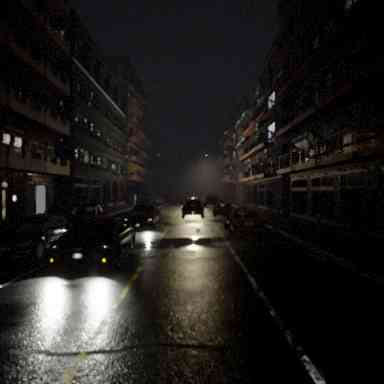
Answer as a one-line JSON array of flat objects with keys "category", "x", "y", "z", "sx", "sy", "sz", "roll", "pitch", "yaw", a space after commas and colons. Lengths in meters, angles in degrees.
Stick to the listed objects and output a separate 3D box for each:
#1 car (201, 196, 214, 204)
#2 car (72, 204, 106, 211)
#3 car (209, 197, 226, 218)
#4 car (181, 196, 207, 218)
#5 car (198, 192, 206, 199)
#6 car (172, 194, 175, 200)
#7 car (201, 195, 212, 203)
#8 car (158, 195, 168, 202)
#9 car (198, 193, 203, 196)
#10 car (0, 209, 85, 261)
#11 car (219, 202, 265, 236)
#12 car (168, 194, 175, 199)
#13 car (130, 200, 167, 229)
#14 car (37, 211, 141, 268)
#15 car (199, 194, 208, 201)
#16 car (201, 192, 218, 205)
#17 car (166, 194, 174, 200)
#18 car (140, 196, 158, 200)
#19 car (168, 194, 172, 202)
[{"category": "car", "x": 2.700, "y": 1.370, "z": 57.495, "sx": 2.008, "sy": 1.369, "sz": 4.403, "roll": 0, "pitch": 0, "yaw": 0}, {"category": "car", "x": -5.683, "y": 1.383, "z": 17.715, "sx": 1.967, "sy": 1.590, "sz": 4.097, "roll": 0, "pitch": 0, "yaw": 0}, {"category": "car", "x": 2.697, "y": 1.430, "z": 29.252, "sx": 1.752, "sy": 1.417, "sz": 4.829, "roll": 0, "pitch": 0, "yaw": 0}, {"category": "car", "x": 0.087, "y": 1.411, "z": 29.073, "sx": 1.837, "sy": 1.490, "sz": 4.892, "roll": 0, "pitch": 0, "yaw": 0}, {"category": "car", "x": 2.703, "y": 1.039, "z": 91.589, "sx": 2.192, "sy": 1.841, "sz": 5.009, "roll": 0, "pitch": 0, "yaw": 0}, {"category": "car", "x": -5.678, "y": 1.322, "z": 80.223, "sx": 1.947, "sy": 1.339, "sz": 4.313, "roll": 0, "pitch": 0, "yaw": 0}, {"category": "car", "x": 2.701, "y": 1.328, "z": 63.348, "sx": 1.752, "sy": 1.417, "sz": 4.829, "roll": 0, "pitch": 0, "yaw": 0}, {"category": "car", "x": -5.681, "y": 1.403, "z": 57.493, "sx": 1.802, "sy": 1.307, "sz": 4.206, "roll": 0, "pitch": 0, "yaw": 0}, {"category": "car", "x": 0.091, "y": 1.346, "z": 45.968, "sx": 2.128, "sy": 1.511, "sz": 4.902, "roll": 0, "pitch": 0, "yaw": 0}, {"category": "car", "x": -5.684, "y": 1.512, "z": 12.033, "sx": 2.008, "sy": 1.369, "sz": 4.403, "roll": 0, "pitch": 0, "yaw": 0}, {"category": "car", "x": 2.696, "y": 1.466, "z": 17.887, "sx": 1.752, "sy": 1.417, "sz": 4.829, "roll": 0, "pitch": 0, "yaw": 0}, {"category": "car", "x": -5.678, "y": 1.307, "z": 91.588, "sx": 1.802, "sy": 1.307, "sz": 4.206, "roll": 0, "pitch": 0, "yaw": 0}, {"category": "car", "x": -3.048, "y": 1.478, "z": 21.540, "sx": 2.033, "sy": 1.411, "sz": 5.357, "roll": 0, "pitch": 0, "yaw": 0}, {"category": "car", "x": -3.091, "y": 1.528, "z": 10.979, "sx": 1.994, "sy": 1.385, "sz": 4.181, "roll": 0, "pitch": 0, "yaw": 0}, {"category": "car", "x": 2.703, "y": 1.195, "z": 80.224, "sx": 1.967, "sy": 1.590, "sz": 4.097, "roll": 0, "pitch": 0, "yaw": 0}, {"category": "car", "x": 2.699, "y": 1.168, "z": 46.129, "sx": 2.192, "sy": 1.841, "sz": 5.009, "roll": 0, "pitch": 0, "yaw": 0}, {"category": "car", "x": -5.677, "y": 1.285, "z": 85.905, "sx": 1.887, "sy": 1.381, "sz": 4.507, "roll": 0, "pitch": 0, "yaw": 0}, {"category": "car", "x": -5.683, "y": 1.437, "z": 40.445, "sx": 1.947, "sy": 1.339, "sz": 4.313, "roll": 0, "pitch": 0, "yaw": 0}, {"category": "car", "x": -5.680, "y": 1.354, "z": 68.858, "sx": 1.947, "sy": 1.339, "sz": 4.313, "roll": 0, "pitch": 0, "yaw": 0}]
